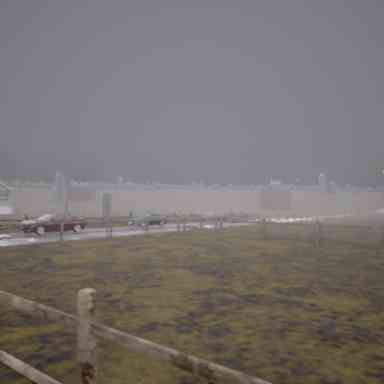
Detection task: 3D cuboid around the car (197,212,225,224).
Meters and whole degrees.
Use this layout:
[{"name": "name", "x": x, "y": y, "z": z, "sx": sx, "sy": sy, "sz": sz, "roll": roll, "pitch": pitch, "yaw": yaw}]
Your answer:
[{"name": "car", "x": 2.548, "y": 3.353, "z": 44.110, "sx": 1.882, "sy": 1.535, "sz": 5.008, "roll": 0, "pitch": -3, "yaw": 35}]

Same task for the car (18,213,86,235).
[{"name": "car", "x": -10.494, "y": 2.363, "z": 25.279, "sx": 1.882, "sy": 1.535, "sz": 5.008, "roll": 0, "pitch": -2, "yaw": 34}]

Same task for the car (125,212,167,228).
[{"name": "car", "x": -4.604, "y": 2.823, "z": 33.811, "sx": 2.128, "sy": 1.511, "sz": 4.902, "roll": 0, "pitch": -2, "yaw": 35}]
